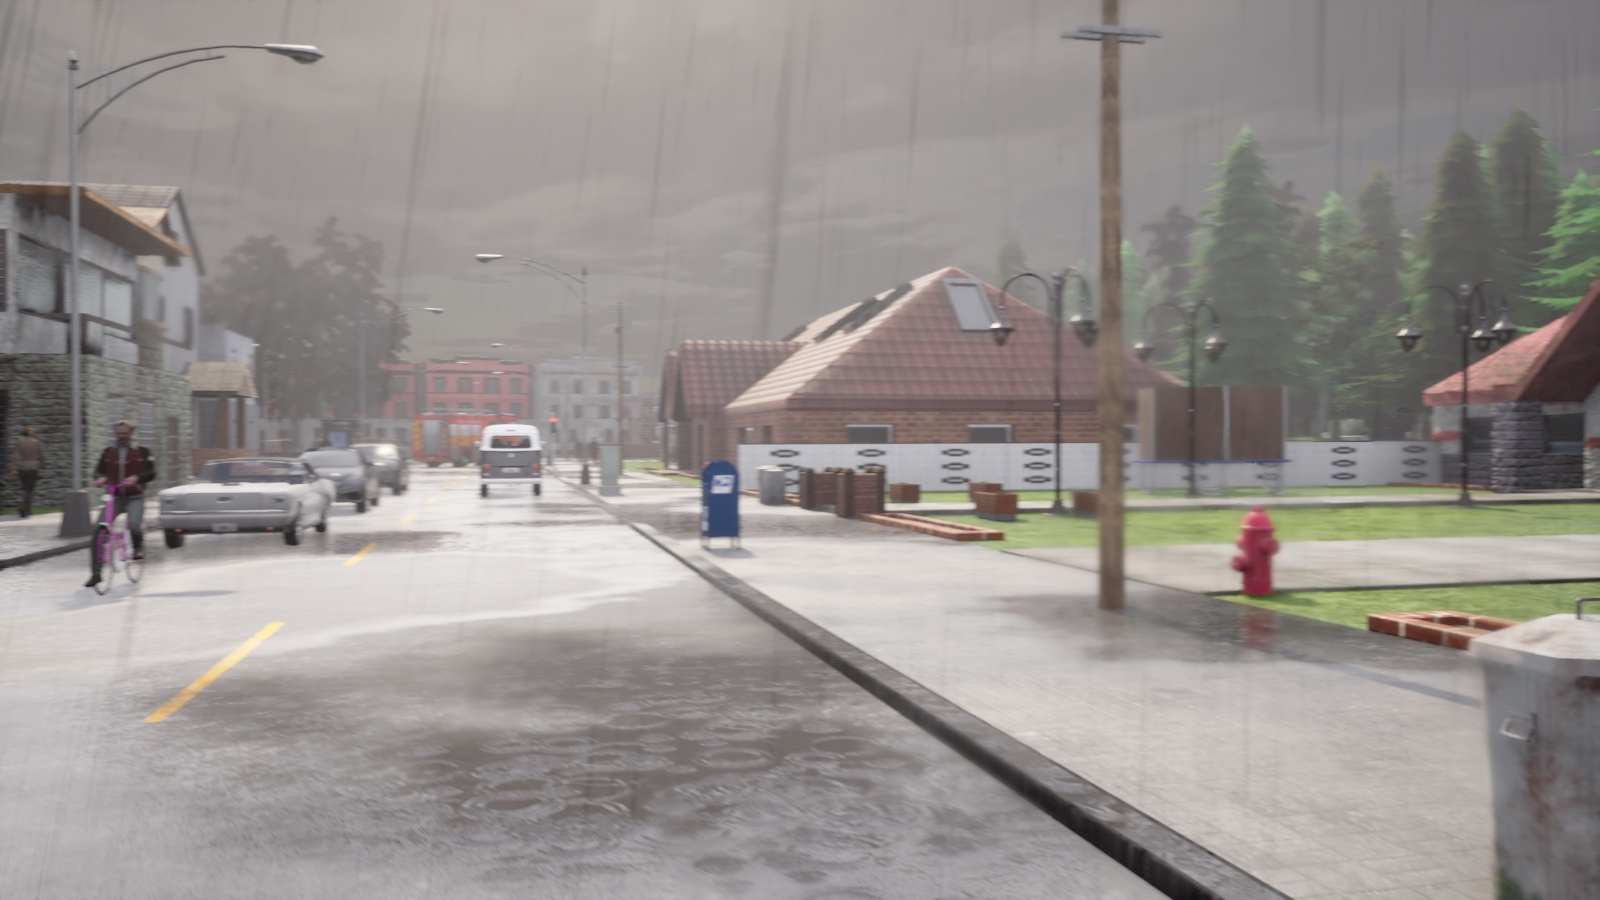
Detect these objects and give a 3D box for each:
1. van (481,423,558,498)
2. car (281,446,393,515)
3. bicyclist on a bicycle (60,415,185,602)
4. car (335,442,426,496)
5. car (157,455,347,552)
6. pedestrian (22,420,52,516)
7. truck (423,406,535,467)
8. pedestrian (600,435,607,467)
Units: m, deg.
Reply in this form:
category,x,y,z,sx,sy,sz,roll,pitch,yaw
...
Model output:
category,x,y,z,sx,sy,sz,roll,pitch,yaw
van,-8.247,0.274,36.953,2.069,2.038,4.480,0,0,-13
car,-10.501,0.629,28.789,1.812,1.442,4.674,0,0,-13
bicyclist on a bicycle,-6.920,0.558,12.912,0.659,1.776,1.843,0,0,-13
car,-12.547,0.511,37.836,2.128,1.511,4.902,0,0,-13
car,-8.485,0.751,19.876,1.895,1.301,4.718,0,0,-13
pedestrian,-14.924,0.347,24.569,0.331,1.846,0.634,0,0,-16
truck,-21.191,-0.856,83.538,2.891,3.827,8.468,0,0,21
pedestrian,-11.638,0.051,74.215,0.353,1.847,0.614,0,0,-15
